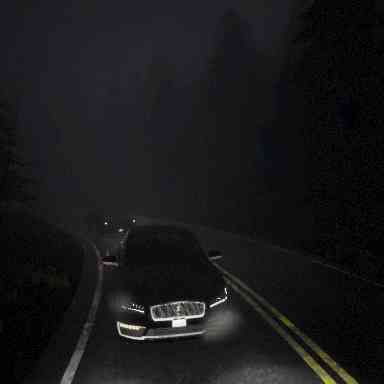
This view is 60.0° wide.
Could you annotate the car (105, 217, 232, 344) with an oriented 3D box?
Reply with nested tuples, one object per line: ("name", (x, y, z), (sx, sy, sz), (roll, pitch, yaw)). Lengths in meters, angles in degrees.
("car", (-0.646, 1.495, 6.811), (1.837, 1.490, 4.892), (-1, 0, -11))

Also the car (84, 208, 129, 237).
("car", (-4.633, 1.612, 18.545), (1.895, 1.301, 4.718), (-3, 1, -29))
